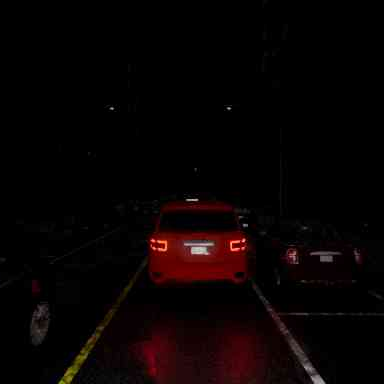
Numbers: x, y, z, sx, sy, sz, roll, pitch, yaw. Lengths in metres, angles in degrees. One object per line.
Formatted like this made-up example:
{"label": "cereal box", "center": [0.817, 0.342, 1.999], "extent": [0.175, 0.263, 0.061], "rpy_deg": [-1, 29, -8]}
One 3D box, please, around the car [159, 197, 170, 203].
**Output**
{"label": "car", "center": [-5.603, 1.626, 68.122], "extent": [1.802, 1.307, 4.206], "rpy_deg": [0, 0, 0]}

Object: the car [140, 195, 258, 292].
{"label": "car", "center": [0.108, 1.221, 9.093], "extent": [2.150, 2.045, 5.566], "rpy_deg": [0, 0, -1]}

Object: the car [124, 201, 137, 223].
{"label": "car", "center": [-5.659, 1.584, 25.517], "extent": [1.802, 1.307, 4.206], "rpy_deg": [0, 0, 0]}

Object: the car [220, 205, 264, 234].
{"label": "car", "center": [2.864, 1.552, 20.012], "extent": [2.008, 1.369, 4.403], "rpy_deg": [0, 0, 0]}

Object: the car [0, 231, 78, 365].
{"label": "car", "center": [-3.100, 1.491, 3.436], "extent": [2.128, 1.511, 4.902], "rpy_deg": [0, 0, 0]}

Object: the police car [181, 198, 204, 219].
{"label": "police car", "center": [0.015, 1.428, 30.127], "extent": [1.930, 1.638, 5.238], "rpy_deg": [0, 0, 0]}

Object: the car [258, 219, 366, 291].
{"label": "car", "center": [2.858, 1.440, 9.009], "extent": [1.967, 1.590, 4.097], "rpy_deg": [0, 0, 0]}

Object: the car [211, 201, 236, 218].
{"label": "car", "center": [2.870, 1.569, 31.014], "extent": [1.947, 1.339, 4.313], "rpy_deg": [0, 0, 0]}

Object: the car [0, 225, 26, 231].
{"label": "car", "center": [-5.667, 1.582, 9.014], "extent": [1.802, 1.307, 4.206], "rpy_deg": [0, 0, 0]}

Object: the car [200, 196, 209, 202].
{"label": "car", "center": [2.948, 1.617, 78.922], "extent": [2.008, 1.369, 4.403], "rpy_deg": [0, 0, 0]}

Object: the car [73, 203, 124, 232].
{"label": "car", "center": [-5.661, 1.567, 20.016], "extent": [1.947, 1.339, 4.313], "rpy_deg": [0, 0, 0]}

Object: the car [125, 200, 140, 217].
{"label": "car", "center": [-5.656, 1.444, 31.019], "extent": [1.967, 1.590, 4.097], "rpy_deg": [0, 0, 0]}

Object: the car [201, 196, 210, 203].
{"label": "car", "center": [2.935, 1.580, 73.684], "extent": [1.752, 1.417, 4.829], "rpy_deg": [0, 0, 0]}

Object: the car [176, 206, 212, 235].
{"label": "car", "center": [0.109, 1.602, 19.863], "extent": [1.895, 1.301, 4.718], "rpy_deg": [0, 0, 0]}
